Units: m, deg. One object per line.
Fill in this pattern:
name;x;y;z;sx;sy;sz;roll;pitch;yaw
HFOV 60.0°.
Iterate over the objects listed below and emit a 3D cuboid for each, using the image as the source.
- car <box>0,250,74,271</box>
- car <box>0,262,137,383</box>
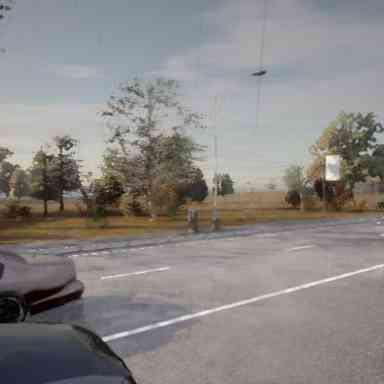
car;-4.497;1.547;5.080;5.357;1.411;2.033;0;0;-36
car;-2.371;1.564;2.053;4.181;1.385;1.994;0;0;-36
